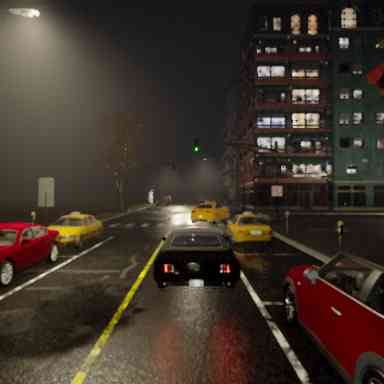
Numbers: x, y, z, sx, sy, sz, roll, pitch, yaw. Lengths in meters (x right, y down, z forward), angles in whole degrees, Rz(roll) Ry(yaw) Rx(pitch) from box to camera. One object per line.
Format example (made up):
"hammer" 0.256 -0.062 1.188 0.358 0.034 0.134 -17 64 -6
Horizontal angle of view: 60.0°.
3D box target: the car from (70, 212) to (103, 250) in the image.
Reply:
"car" -5.302 1.608 14.891 1.752 1.417 4.829 1 0 0

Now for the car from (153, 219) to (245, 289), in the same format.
"car" 0.103 1.653 9.258 1.895 1.301 4.718 0 0 0

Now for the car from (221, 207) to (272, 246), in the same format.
"car" 2.578 1.613 15.655 1.752 1.417 4.829 1 0 0

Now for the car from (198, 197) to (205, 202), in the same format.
"car" 2.599 2.049 93.457 1.752 1.417 4.829 1 0 0

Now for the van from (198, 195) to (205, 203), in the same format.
"van" 2.600 1.832 87.627 1.690 1.788 3.998 1 0 0

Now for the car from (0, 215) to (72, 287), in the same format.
"car" -5.304 1.598 9.525 1.887 1.381 4.507 1 0 0

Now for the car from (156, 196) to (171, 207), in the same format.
"car" -5.289 1.769 58.847 1.967 1.590 4.097 1 0 0

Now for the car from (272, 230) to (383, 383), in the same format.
"car" 2.576 1.465 4.397 1.967 1.590 4.097 1 0 0

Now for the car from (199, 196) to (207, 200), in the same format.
"car" 2.590 1.913 59.321 1.802 1.307 4.206 1 0 0

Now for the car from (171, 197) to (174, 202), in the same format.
"car" -5.286 1.675 64.502 2.192 1.841 5.009 1 0 0

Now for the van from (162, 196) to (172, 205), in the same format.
"van" -5.285 1.733 70.156 1.690 1.788 3.998 1 0 0

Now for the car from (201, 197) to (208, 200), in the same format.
"car" 2.587 1.819 47.999 2.008 1.369 4.403 1 0 0

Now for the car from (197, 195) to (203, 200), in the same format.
"car" 2.593 1.961 70.643 1.947 1.339 4.313 1 0 0

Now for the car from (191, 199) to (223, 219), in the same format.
"car" 1.546 1.599 26.284 1.882 1.535 5.008 -1 0 22
